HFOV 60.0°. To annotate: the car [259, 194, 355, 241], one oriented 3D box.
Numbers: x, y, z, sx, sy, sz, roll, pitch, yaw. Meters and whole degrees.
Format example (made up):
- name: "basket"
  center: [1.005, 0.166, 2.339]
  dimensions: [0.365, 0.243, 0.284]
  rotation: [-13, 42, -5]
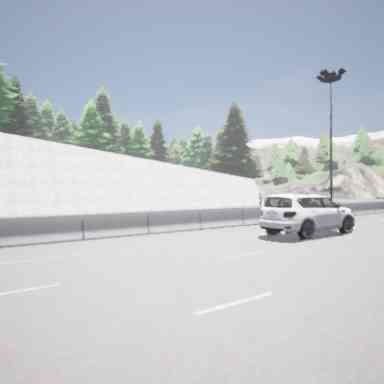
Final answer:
- name: "car"
  center: [5.755, 1.128, 16.457]
  dimensions: [5.566, 2.045, 2.150]
  rotation: [0, 0, -36]
